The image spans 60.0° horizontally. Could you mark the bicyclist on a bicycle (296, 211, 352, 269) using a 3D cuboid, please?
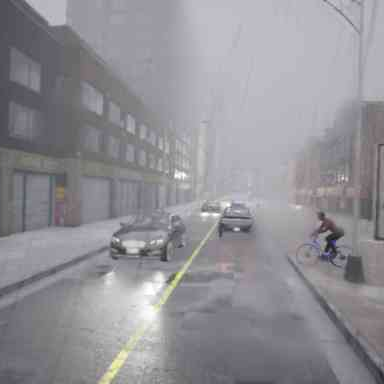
[{"bbox_3d":[3.863,1.398,9.619,1.656,1.620,0.582,2,0,8],"label":"bicyclist on a bicycle"}]

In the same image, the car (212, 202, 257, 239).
[{"bbox_3d":[2.444,1.537,18.006,2.128,1.511,4.902,2,0,8],"label":"car"}]

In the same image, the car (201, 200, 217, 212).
[{"bbox_3d":[2.177,1.578,37.141,1.994,1.385,4.181,2,0,8],"label":"car"}]

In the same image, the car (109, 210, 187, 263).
[{"bbox_3d":[-1.364,1.433,11.984,2.128,1.511,4.902,2,0,8],"label":"car"}]

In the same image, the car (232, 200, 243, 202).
[{"bbox_3d":[5.338,1.630,39.007,1.812,1.442,4.674,2,0,8],"label":"car"}]
